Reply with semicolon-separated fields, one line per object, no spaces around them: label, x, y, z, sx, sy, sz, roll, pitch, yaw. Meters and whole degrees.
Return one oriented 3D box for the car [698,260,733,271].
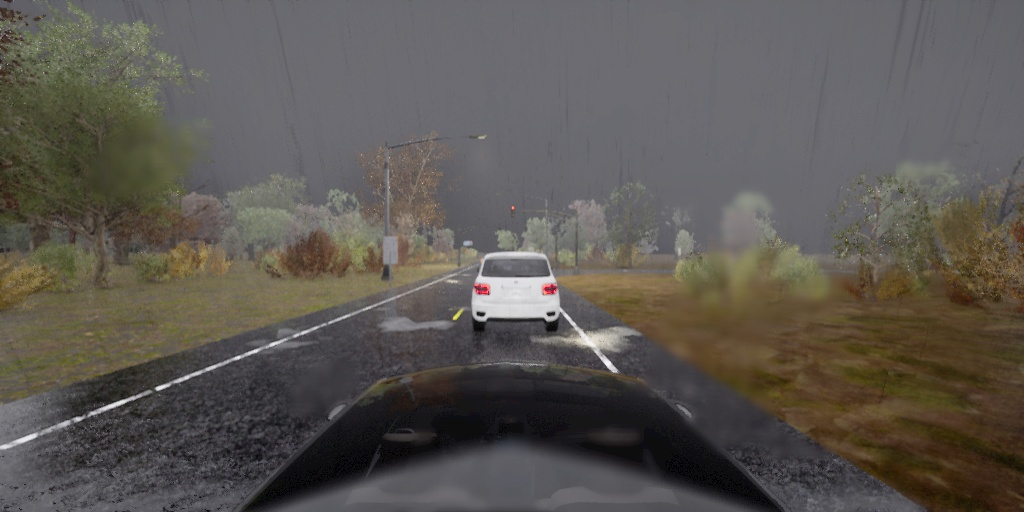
car;23.230;1.012;41.560;4.181;1.385;1.994;0;0;1

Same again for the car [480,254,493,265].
car;-4.336;0.624;62.003;2.097;1.767;4.553;0;0;-1

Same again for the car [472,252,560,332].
car;0.086;0.900;10.747;2.150;2.045;5.566;0;1;0

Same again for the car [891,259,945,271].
car;45.793;0.999;40.503;4.674;1.442;1.812;0;0;4

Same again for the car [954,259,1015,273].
car;49.064;0.997;37.126;4.902;1.511;2.128;0;0;5
